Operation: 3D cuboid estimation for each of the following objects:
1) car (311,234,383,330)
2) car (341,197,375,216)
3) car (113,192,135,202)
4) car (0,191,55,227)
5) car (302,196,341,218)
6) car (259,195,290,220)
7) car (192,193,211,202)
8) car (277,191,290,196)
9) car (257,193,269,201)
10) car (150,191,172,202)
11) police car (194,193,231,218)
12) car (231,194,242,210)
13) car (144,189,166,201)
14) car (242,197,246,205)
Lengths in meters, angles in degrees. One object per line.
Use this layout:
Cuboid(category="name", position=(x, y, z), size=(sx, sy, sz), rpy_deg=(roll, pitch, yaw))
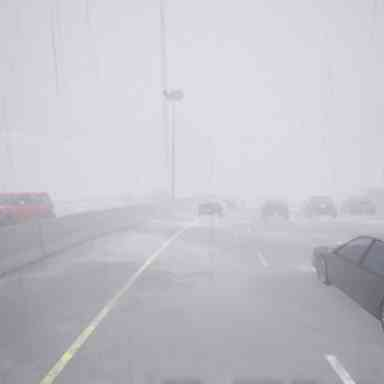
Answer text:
Cuboid(category="car", position=(3.825, 1.484, 6.043), size=(2.033, 1.411, 5.357), rpy_deg=(0, 1, 3))
Cuboid(category="car", position=(14.070, 1.193, 28.440), size=(2.128, 1.511, 4.902), rpy_deg=(0, 1, 13))
Cuboid(category="car", position=(-11.087, 0.851, 54.652), size=(1.837, 1.490, 4.892), rpy_deg=(0, 1, 20))
Cuboid(category="car", position=(-9.388, 1.000, 17.437), size=(2.150, 2.045, 5.566), rpy_deg=(0, 1, 7))
Cuboid(category="car", position=(10.112, 1.065, 26.700), size=(2.097, 1.767, 4.553), rpy_deg=(0, 1, 12))
Cuboid(category="car", position=(6.293, 1.224, 25.492), size=(1.837, 1.490, 4.892), rpy_deg=(0, 1, 11))
Cuboid(category="car", position=(1.711, 0.893, 58.554), size=(1.994, 1.385, 4.181), rpy_deg=(0, 1, 23))
Cuboid(category="car", position=(19.499, 0.599, 70.825), size=(1.837, 1.490, 4.892), rpy_deg=(1, 1, 31))
Cuboid(category="car", position=(12.737, 0.925, 57.843), size=(1.994, 1.385, 4.181), rpy_deg=(0, 1, 25))
Cuboid(category="car", position=(-4.390, 0.949, 52.624), size=(1.994, 1.385, 4.181), rpy_deg=(0, 1, 20))
Cuboid(category="police car", position=(1.738, 1.118, 26.974), size=(1.930, 1.638, 5.238), rpy_deg=(0, 1, 11))
Cuboid(category="car", position=(3.947, 1.116, 36.319), size=(1.812, 1.442, 4.674), rpy_deg=(0, 1, 15))
Cuboid(category="car", position=(-6.179, 0.543, 57.769), size=(2.150, 2.045, 5.566), rpy_deg=(0, 1, 22))
Cuboid(category="car", position=(5.650, 0.982, 42.091), size=(1.801, 1.575, 5.366), rpy_deg=(0, 1, 18))
